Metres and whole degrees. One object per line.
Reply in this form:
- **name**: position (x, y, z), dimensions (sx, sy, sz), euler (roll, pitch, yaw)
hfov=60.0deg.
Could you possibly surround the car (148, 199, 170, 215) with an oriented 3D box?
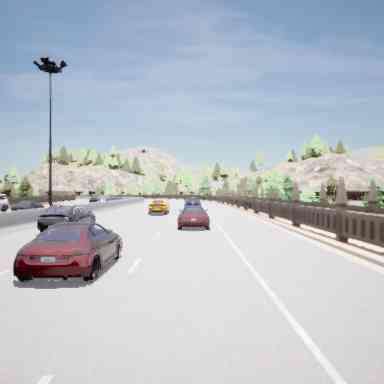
- **car**: position (-3.399, 1.499, 34.859), dimensions (1.882, 1.535, 5.008), euler (0, 0, 0)

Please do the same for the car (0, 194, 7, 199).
- **car**: position (-21.090, 1.242, 34.179), dimensions (2.150, 2.045, 5.566), euler (0, 0, 0)

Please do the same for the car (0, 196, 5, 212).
- **car**: position (-14.098, 1.357, 20.607), dimensions (2.097, 1.767, 4.553), euler (0, 0, 0)

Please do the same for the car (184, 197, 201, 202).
- **car**: position (0.101, 1.389, 42.125), dimensions (2.097, 1.767, 4.553), euler (0, 0, 0)

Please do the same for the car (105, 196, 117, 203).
- **car**: position (-18.438, 1.706, 75.975), dimensions (2.033, 1.411, 5.357), euler (0, 0, -7)

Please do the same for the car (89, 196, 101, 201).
- **car**: position (-21.863, 1.642, 75.168), dimensions (1.882, 1.535, 5.008), euler (0, 0, -7)

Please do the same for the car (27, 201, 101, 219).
- **car**: position (-6.900, 1.496, 18.711), dimensions (2.128, 1.511, 4.902), euler (0, 0, 0)

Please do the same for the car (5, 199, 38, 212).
- **car**: position (-17.588, 1.587, 35.558), dimensions (1.994, 1.385, 4.181), euler (0, 0, 0)

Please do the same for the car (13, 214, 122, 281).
- **car**: position (-3.399, 1.565, 9.866), dimensions (1.994, 1.385, 4.181), euler (0, 0, 0)

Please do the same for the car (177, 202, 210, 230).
- **car**: position (0.099, 1.569, 21.419), dimensions (1.994, 1.385, 4.181), euler (0, 0, 0)

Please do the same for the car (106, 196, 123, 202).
- **car**: position (-13.996, 1.659, 61.640), dimensions (1.994, 1.385, 4.181), euler (0, 0, 0)
